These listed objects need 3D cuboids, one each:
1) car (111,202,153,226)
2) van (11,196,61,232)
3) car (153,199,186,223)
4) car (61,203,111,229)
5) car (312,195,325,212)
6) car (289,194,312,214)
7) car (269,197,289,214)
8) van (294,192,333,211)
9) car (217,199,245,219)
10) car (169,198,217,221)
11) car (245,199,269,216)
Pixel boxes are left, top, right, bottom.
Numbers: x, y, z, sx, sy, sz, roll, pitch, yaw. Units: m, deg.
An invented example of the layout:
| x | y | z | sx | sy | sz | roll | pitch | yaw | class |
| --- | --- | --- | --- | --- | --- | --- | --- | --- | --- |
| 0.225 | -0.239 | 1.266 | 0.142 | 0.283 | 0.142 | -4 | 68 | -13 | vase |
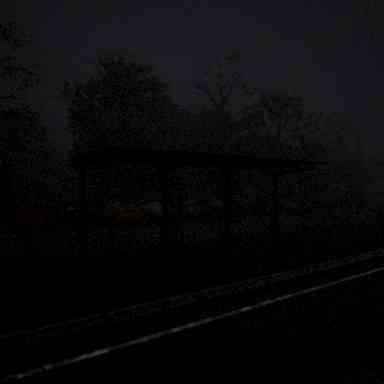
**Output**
| x | y | z | sx | sy | sz | roll | pitch | yaw | class |
| --- | --- | --- | --- | --- | --- | --- | --- | --- | --- |
| -5.018 | 1.419 | 23.124 | 2.097 | 1.535 | 5.008 | -1 | 0 | -36 | car |
| -9.605 | 1.234 | 19.992 | 1.878 | 1.987 | 4.442 | -1 | 0 | -36 | van |
| -2.762 | 1.439 | 24.742 | 2.002 | 1.452 | 4.674 | -1 | 0 | -36 | car |
| -7.277 | 1.479 | 21.510 | 2.002 | 1.452 | 4.674 | -1 | 0 | -36 | car |
| 10.764 | 1.314 | 34.456 | 2.163 | 1.488 | 4.792 | 0 | 0 | -36 | car |
| 8.630 | 1.300 | 32.665 | 1.946 | 1.575 | 5.366 | 0 | 0 | -36 | car |
| 6.248 | 1.351 | 31.225 | 2.163 | 1.488 | 4.792 | 0 | 0 | -36 | car |
| 13.103 | 1.041 | 35.949 | 1.878 | 1.987 | 4.442 | 0 | 0 | -36 | van |
| 1.748 | 1.360 | 27.978 | 2.097 | 1.535 | 5.008 | -1 | 0 | -36 | car |
| -0.525 | 1.254 | 26.383 | 2.185 | 1.767 | 4.553 | 0 | 0 | -36 | car |
| 4.012 | 1.342 | 29.583 | 2.231 | 1.521 | 4.892 | 0 | 0 | -36 | car |
